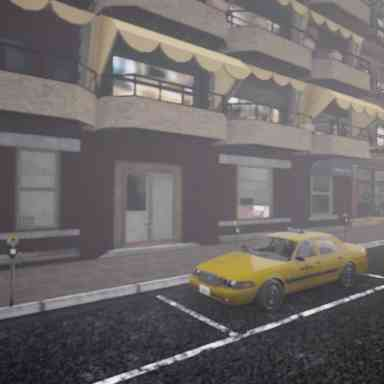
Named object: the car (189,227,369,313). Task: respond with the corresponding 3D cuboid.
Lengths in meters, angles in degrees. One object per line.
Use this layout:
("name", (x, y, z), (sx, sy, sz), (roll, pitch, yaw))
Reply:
("car", (2.206, 1.519, 7.655), (4.829, 1.417, 1.752), (0, 1, -35))
